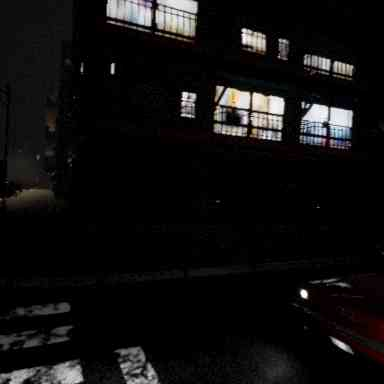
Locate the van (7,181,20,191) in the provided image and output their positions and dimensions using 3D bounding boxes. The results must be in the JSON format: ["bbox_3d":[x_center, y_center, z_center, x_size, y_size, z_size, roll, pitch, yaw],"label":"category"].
[{"bbox_3d":[-25.858,-0.512,47.028,1.690,1.788,3.998,3,1,-23],"label":"van"}]

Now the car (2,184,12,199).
[{"bbox_3d":[-21.517,0.092,36.861,1.802,1.307,4.206,3,1,-23],"label":"car"}]

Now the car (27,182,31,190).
[{"bbox_3d":[-36.754,-1.212,72.454,1.887,1.381,4.507,3,1,-23],"label":"car"}]

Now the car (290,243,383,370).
[{"bbox_3d":[3.846,1.609,4.969,4.718,1.301,1.895,1,1,-24],"label":"car"}]

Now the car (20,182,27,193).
[{"bbox_3d":[-30.210,-0.900,57.197,2.192,1.841,5.009,3,1,-23],"label":"car"}]

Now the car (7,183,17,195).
[{"bbox_3d":[-23.694,-0.090,41.946,1.802,1.307,4.206,3,1,-23],"label":"car"}]
